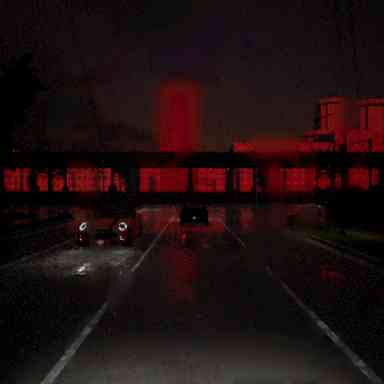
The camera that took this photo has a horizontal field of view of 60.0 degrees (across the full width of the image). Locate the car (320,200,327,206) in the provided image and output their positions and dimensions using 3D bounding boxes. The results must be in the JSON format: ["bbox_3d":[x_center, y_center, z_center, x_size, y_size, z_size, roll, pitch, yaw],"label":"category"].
[{"bbox_3d":[22.069,1.464,50.505,4.892,1.490,1.837,-1,0,2],"label":"car"}]

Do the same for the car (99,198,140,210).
[{"bbox_3d":[-9.608,1.544,44.239,5.008,1.535,1.882,0,0,2],"label":"car"}]

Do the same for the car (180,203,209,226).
[{"bbox_3d":[0.157,1.515,23.771,1.882,1.535,5.008,0,0,0],"label":"car"}]

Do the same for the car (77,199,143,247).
[{"bbox_3d":[-3.553,1.375,15.175,2.097,1.767,4.553,0,0,0],"label":"car"}]
